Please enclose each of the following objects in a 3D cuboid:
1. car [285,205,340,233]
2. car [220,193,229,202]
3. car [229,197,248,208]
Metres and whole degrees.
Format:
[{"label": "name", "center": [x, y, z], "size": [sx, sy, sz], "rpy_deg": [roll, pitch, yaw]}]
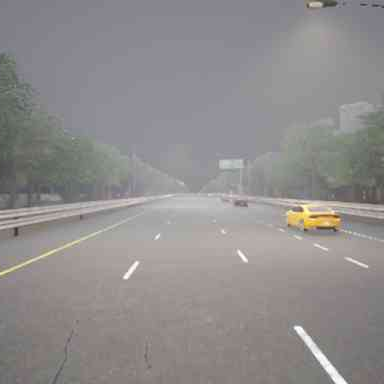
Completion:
[{"label": "car", "center": [7.032, 1.487, 19.857], "size": [1.882, 1.535, 5.008], "rpy_deg": [0, 0, 0]}, {"label": "car", "center": [7.335, 1.573, 74.040], "size": [2.033, 1.411, 5.357], "rpy_deg": [0, 0, 0]}, {"label": "car", "center": [7.161, 1.506, 50.046], "size": [1.882, 1.535, 5.008], "rpy_deg": [0, 0, 0]}]
